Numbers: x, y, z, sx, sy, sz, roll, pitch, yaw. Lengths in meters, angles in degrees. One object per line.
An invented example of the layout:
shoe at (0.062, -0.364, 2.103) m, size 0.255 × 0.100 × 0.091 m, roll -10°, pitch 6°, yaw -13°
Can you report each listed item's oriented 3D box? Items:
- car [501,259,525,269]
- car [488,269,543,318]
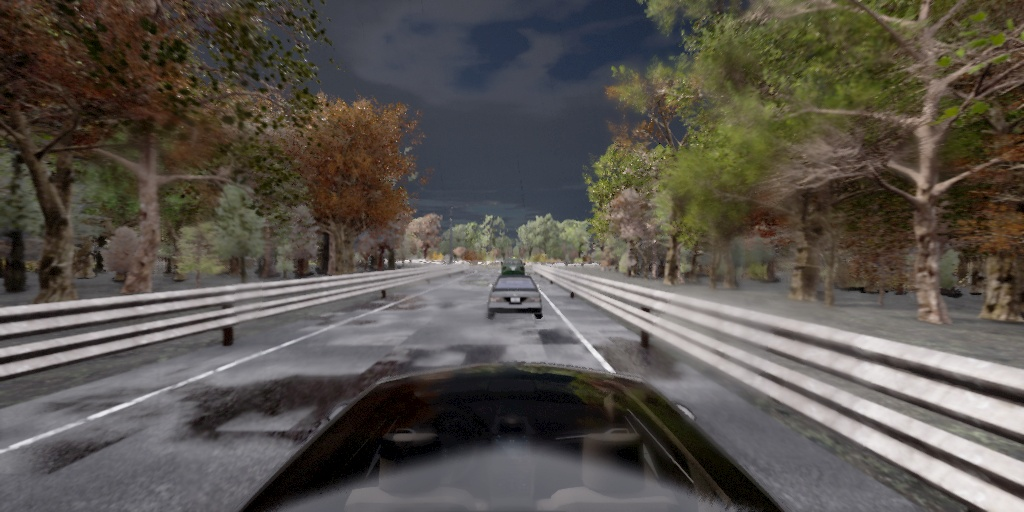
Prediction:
car at (0.108, 1.258, 34.530) m, size 2.150 × 2.045 × 5.566 m, roll 0°, pitch 0°, yaw 0°
car at (0.101, 1.400, 13.418) m, size 2.033 × 1.411 × 5.357 m, roll 0°, pitch 0°, yaw 0°
